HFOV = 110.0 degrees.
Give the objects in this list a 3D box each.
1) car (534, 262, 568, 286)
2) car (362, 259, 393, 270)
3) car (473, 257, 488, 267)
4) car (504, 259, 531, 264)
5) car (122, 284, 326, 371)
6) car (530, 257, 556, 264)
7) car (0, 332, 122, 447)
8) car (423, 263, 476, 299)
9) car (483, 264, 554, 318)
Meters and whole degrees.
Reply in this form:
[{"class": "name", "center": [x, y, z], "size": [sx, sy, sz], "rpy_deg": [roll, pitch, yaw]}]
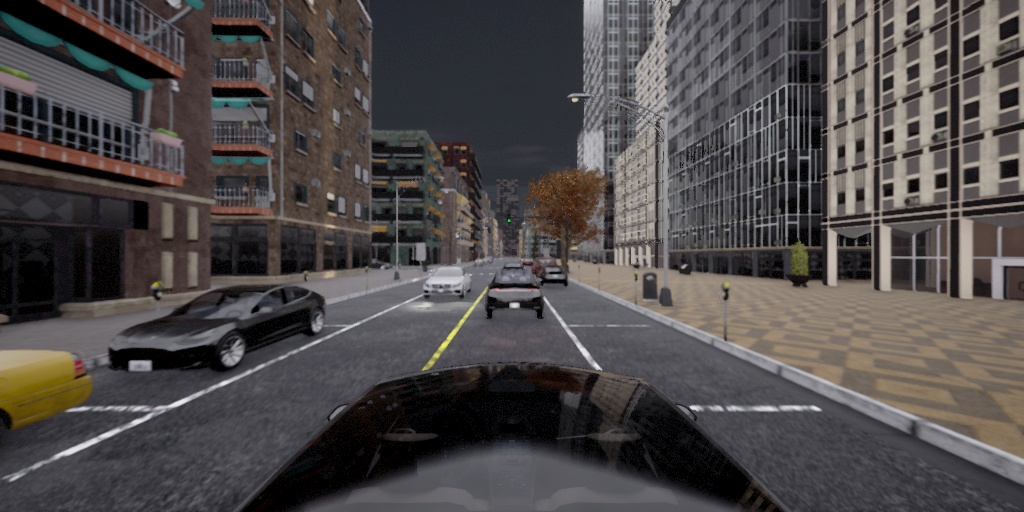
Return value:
[{"class": "car", "center": [2.682, 1.271, 24.242], "size": [1.948, 1.339, 4.313], "rpy_deg": [0, 0, 0]}, {"class": "car", "center": [-16.453, 1.015, 42.727], "size": [4.403, 1.370, 2.007], "rpy_deg": [0, 0, -1]}, {"class": "car", "center": [-5.716, 1.200, 62.148], "size": [2.007, 1.370, 4.403], "rpy_deg": [0, 0, 0]}, {"class": "car", "center": [0.077, 1.191, 27.777], "size": [2.128, 1.511, 4.902], "rpy_deg": [0, 0, 0]}, {"class": "car", "center": [-5.691, 1.303, 7.670], "size": [1.948, 1.339, 4.313], "rpy_deg": [0, 0, 0]}, {"class": "car", "center": [2.680, 1.010, 29.765], "size": [2.192, 1.841, 5.009], "rpy_deg": [0, 0, 0]}, {"class": "car", "center": [-5.689, 1.275, 1.977], "size": [1.751, 1.417, 4.829], "rpy_deg": [0, 0, 0]}, {"class": "car", "center": [-3.102, 1.243, 17.973], "size": [1.812, 1.442, 4.674], "rpy_deg": [0, 0, 0]}, {"class": "car", "center": [0.084, 1.218, 12.855], "size": [2.128, 1.511, 4.902], "rpy_deg": [0, 0, 0]}]
